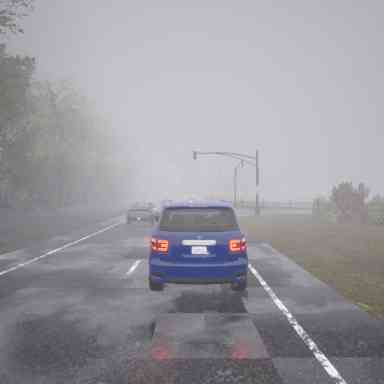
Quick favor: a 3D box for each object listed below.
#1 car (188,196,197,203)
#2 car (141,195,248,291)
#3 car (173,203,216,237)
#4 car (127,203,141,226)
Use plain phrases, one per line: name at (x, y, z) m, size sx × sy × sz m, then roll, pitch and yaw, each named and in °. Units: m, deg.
car at (0.112, 1.546, 72.618) m, size 2.033 × 1.411 × 5.357 m, roll 0°, pitch 0°, yaw 0°
car at (0.114, 1.224, 9.138) m, size 2.150 × 2.045 × 5.566 m, roll 0°, pitch 0°, yaw -1°
car at (0.122, 1.496, 19.001) m, size 2.128 × 1.511 × 4.902 m, roll 0°, pitch 0°, yaw 0°
car at (-3.377, 1.497, 23.640) m, size 2.128 × 1.511 × 4.902 m, roll 0°, pitch 0°, yaw 0°
